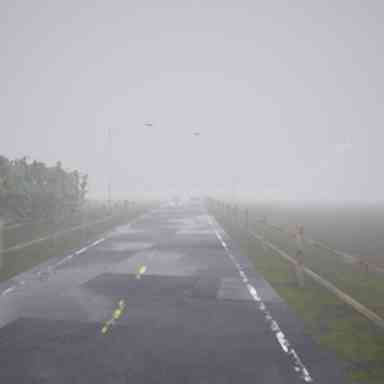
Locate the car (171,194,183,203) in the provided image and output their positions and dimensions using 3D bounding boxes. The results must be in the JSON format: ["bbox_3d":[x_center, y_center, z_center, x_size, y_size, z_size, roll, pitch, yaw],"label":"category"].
[{"bbox_3d":[-2.920,1.140,63.660,2.097,1.767,4.553,0,0,0],"label":"car"}]

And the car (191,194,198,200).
[{"bbox_3d":[0.627,1.237,84.044,1.812,1.442,4.674,0,0,0],"label":"car"}]

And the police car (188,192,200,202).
[{"bbox_3d":[0.664,1.195,68.153,1.930,1.638,5.238,0,0,0],"label":"police car"}]

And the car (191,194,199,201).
[{"bbox_3d":[0.641,1.259,78.044,1.812,1.442,4.674,0,0,0],"label":"car"}]
